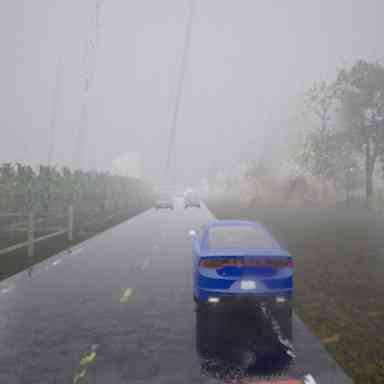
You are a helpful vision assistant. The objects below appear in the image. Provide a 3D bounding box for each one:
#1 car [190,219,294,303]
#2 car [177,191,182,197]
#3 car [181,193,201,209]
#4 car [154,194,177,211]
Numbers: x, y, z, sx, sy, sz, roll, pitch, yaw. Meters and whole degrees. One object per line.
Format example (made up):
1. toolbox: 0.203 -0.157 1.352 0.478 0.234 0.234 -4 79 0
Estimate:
1. car: 0.953 1.404 8.111 1.882 1.535 5.008 0 1 0
2. car: -2.884 0.628 82.992 1.882 1.535 5.008 0 0 0
3. car: 0.045 1.174 39.304 2.033 1.411 5.357 0 1 0
4. car: -2.886 1.168 35.852 1.837 1.490 4.892 0 0 0
